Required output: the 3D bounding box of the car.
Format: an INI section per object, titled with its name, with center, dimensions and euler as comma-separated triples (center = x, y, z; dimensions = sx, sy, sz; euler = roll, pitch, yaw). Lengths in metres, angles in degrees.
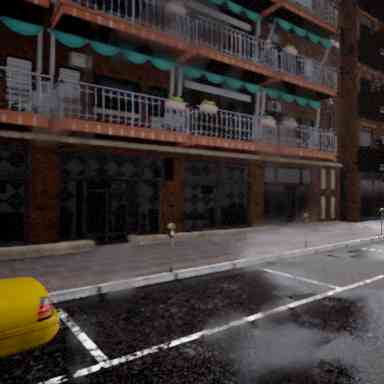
[car]
center = -4.091, 1.535, 3.629
dimensions = 4.829, 1.417, 1.752
euler = -1, 1, -35
